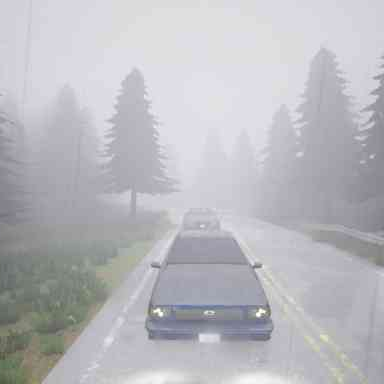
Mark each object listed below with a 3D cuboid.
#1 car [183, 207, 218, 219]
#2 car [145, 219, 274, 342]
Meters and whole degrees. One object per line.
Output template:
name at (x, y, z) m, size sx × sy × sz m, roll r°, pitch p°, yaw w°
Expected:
car at (0.481, 1.584, 19.172) m, size 1.994 × 1.385 × 4.181 m, roll 0°, pitch 0°, yaw -2°
car at (0.286, 1.558, 7.088) m, size 2.033 × 1.411 × 5.357 m, roll 0°, pitch 0°, yaw 1°
